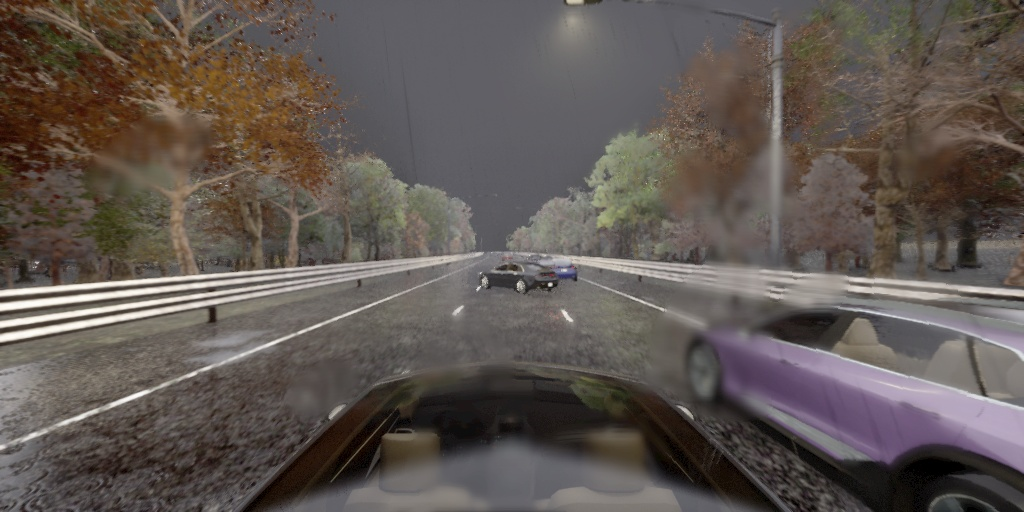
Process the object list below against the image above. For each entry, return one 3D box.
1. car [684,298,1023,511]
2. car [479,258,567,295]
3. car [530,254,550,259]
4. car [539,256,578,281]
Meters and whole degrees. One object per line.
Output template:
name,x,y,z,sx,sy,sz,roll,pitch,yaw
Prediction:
car,3.500,1.159,3.312,2.033,1.649,4.856,0,1,0
car,0.208,1.037,18.301,1.837,1.490,4.892,-1,2,-40
car,3.250,0.719,36.421,2.033,1.649,4.856,0,1,-1
car,3.381,0.939,25.416,2.163,1.488,4.792,0,1,-1
